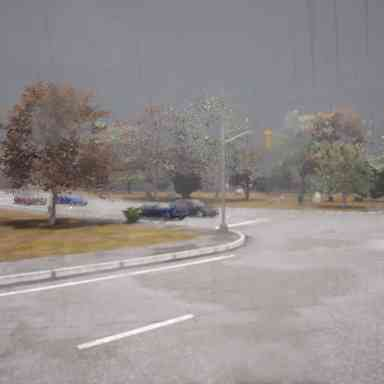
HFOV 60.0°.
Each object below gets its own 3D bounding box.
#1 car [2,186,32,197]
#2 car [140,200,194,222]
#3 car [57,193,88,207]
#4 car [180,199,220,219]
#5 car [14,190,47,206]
[{"bbox_3d":[-26.297,-0.175,49.845,5.357,1.411,2.033,3,3,39],"label":"car"},{"bbox_3d":[-2.470,1.489,25.737,4.718,1.301,1.895,1,1,39],"label":"car"},{"bbox_3d":[-14.446,0.845,40.057,5.008,1.535,1.882,3,3,39],"label":"car"},{"bbox_3d":[0.076,1.348,28.174,4.892,1.490,1.837,2,2,39],"label":"car"},{"bbox_3d":[-19.084,0.634,39.334,4.553,1.767,2.097,3,3,39],"label":"car"}]
